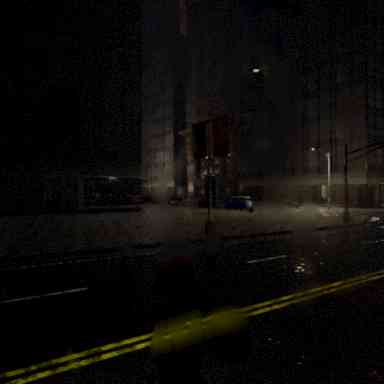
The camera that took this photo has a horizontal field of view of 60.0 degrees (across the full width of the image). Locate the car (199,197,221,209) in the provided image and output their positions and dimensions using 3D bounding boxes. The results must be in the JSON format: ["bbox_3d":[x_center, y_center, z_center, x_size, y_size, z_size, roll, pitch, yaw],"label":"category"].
[{"bbox_3d":[2.572,1.649,45.859,1.802,1.307,4.206,0,0,-35],"label":"car"}]

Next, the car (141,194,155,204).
[{"bbox_3d":[-7.254,1.285,59.664,2.192,1.841,5.009,0,0,-35],"label":"car"}]

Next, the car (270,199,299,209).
[{"bbox_3d":[12.792,1.602,46.200,1.947,1.339,4.313,0,0,-35],"label":"car"}]

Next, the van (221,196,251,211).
[{"bbox_3d":[5.847,1.438,41.255,1.690,1.788,3.998,0,0,-35],"label":"van"}]

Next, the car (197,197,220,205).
[{"bbox_3d":[2.965,1.525,60.008,1.802,1.307,4.206,0,0,-35],"label":"car"}]

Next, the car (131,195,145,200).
[{"bbox_3d":[-13.413,1.344,83.019,1.802,1.307,4.206,0,0,-35],"label":"car"}]

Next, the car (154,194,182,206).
[{"bbox_3d":[-3.979,1.444,55.063,1.967,1.590,4.097,0,0,-35],"label":"car"}]
